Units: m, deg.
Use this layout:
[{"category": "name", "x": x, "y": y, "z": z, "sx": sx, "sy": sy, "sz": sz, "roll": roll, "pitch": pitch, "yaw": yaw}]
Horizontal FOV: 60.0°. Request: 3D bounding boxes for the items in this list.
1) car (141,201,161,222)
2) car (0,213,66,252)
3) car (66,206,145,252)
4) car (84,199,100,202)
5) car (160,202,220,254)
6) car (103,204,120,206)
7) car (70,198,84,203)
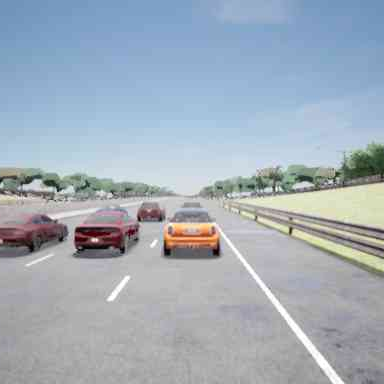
[{"category": "car", "x": -3.475, "y": 1.569, "z": 29.058, "sx": 2.097, "sy": 1.767, "sz": 4.553, "roll": 0, "pitch": -1, "yaw": 0}, {"category": "car", "x": -6.999, "y": 1.642, "z": 14.396, "sx": 1.812, "sy": 1.442, "sz": 4.674, "roll": 0, "pitch": 0, "yaw": 0}, {"category": "car", "x": -3.498, "y": 1.595, "z": 14.475, "sx": 1.882, "sy": 1.535, "sz": 5.008, "roll": 0, "pitch": 0, "yaw": 0}, {"category": "car", "x": -20.800, "y": 2.112, "z": 70.972, "sx": 1.895, "sy": 1.301, "sz": 4.718, "roll": 0, "pitch": 0, "yaw": 0}, {"category": "car", "x": -0.002, "y": 1.465, "z": 14.086, "sx": 2.097, "sy": 1.767, "sz": 4.553, "roll": 0, "pitch": -1, "yaw": 0}, {"category": "car", "x": -6.976, "y": 1.766, "z": 28.992, "sx": 2.033, "sy": 1.411, "sz": 5.357, "roll": 0, "pitch": 0, "yaw": 0}, {"category": "car", "x": -24.300, "y": 2.057, "z": 71.017, "sx": 2.033, "sy": 1.411, "sz": 5.357, "roll": 0, "pitch": 0, "yaw": 0}]
